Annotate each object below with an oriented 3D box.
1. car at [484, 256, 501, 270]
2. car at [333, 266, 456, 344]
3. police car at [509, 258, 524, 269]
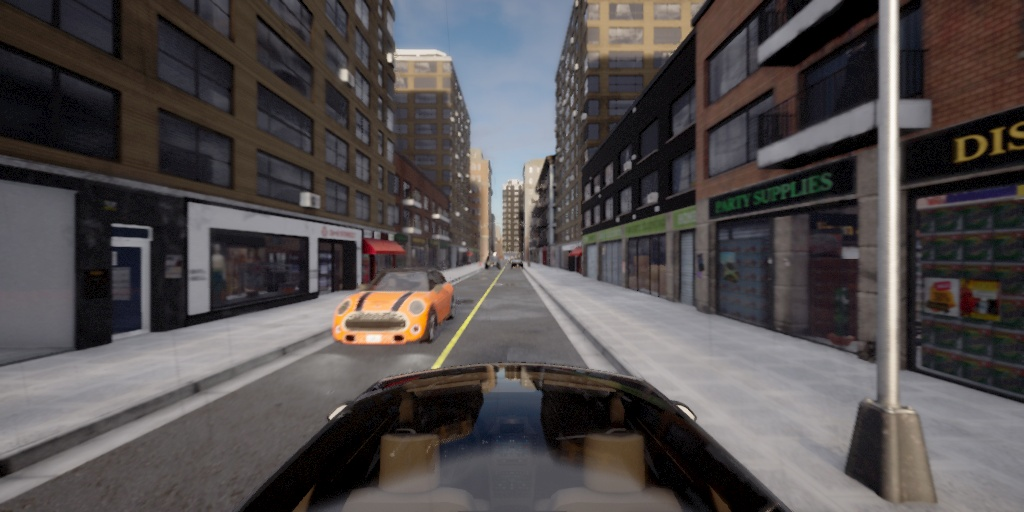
[{"bbox_3d":[-2.802,0.996,52.709,2.150,2.045,5.566,0,0,1],"label":"car"},{"bbox_3d":[-2.847,1.110,9.643,2.097,1.767,4.553,0,0,0],"label":"car"},{"bbox_3d":[0.832,1.201,55.853,1.930,1.638,5.238,0,0,0],"label":"police car"}]
